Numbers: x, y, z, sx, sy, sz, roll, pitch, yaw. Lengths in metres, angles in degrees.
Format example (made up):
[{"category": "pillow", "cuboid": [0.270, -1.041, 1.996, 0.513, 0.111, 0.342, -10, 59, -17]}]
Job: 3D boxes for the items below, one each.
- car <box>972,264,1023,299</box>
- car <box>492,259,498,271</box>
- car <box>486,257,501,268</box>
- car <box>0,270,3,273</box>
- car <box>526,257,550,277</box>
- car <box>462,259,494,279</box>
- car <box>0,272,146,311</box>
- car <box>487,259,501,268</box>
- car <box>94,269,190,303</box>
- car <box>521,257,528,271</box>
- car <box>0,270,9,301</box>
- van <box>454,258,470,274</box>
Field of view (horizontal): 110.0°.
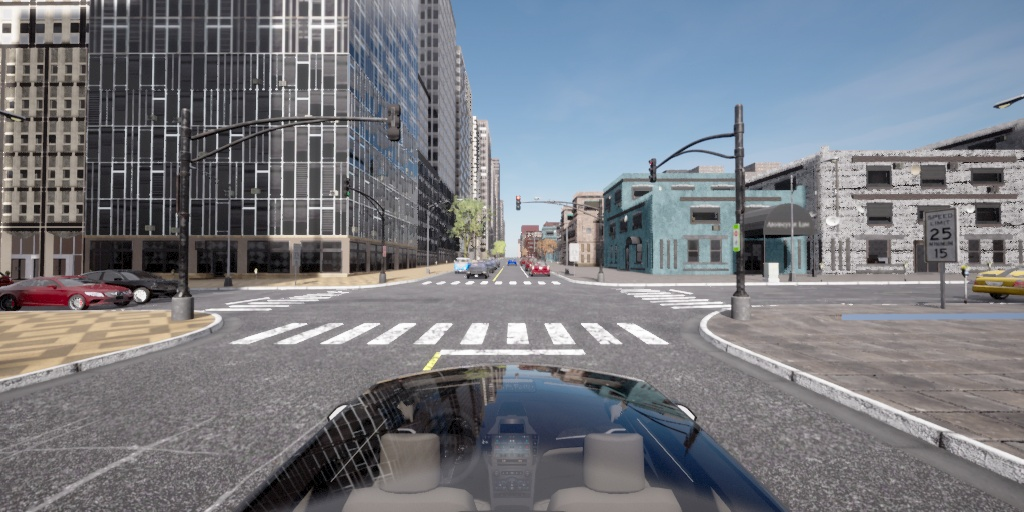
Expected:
[{"category": "car", "cuboid": [20.694, 0.995, 13.631, 4.829, 1.417, 1.751, 0, 0, 1]}, {"category": "car", "cuboid": [-3.083, 1.319, 42.337, 1.994, 1.385, 4.181, 0, 0, 0]}, {"category": "car", "cuboid": [-3.076, 1.303, 52.181, 2.033, 1.411, 5.357, 0, 0, 0]}, {"category": "car", "cuboid": [-23.097, 1.325, 14.068, 4.097, 1.591, 1.967, 0, 0, 1]}, {"category": "car", "cuboid": [2.704, 1.194, 35.843, 1.967, 1.591, 4.097, 0, 0, 0]}, {"category": "car", "cuboid": [-3.072, 1.302, 33.034, 2.033, 1.411, 5.357, 0, 0, -1]}, {"category": "car", "cuboid": [-17.414, 1.412, 14.011, 4.207, 1.307, 1.802, 0, 0, 1]}, {"category": "car", "cuboid": [-3.034, 1.247, 62.310, 2.128, 1.511, 4.902, 0, 0, 0]}, {"category": "car", "cuboid": [-17.887, 1.359, 16.623, 5.008, 1.535, 1.882, -1, -1, 0]}, {"category": "car", "cuboid": [2.709, 1.070, 47.191, 2.192, 1.841, 5.009, 0, 0, 0]}, {"category": "car", "cuboid": [-27.385, 1.464, 16.717, 4.902, 1.511, 2.128, -1, -1, 1]}, {"category": "van", "cuboid": [-5.674, 1.096, 41.481, 1.690, 1.789, 3.998, 0, 0, 0]}]
